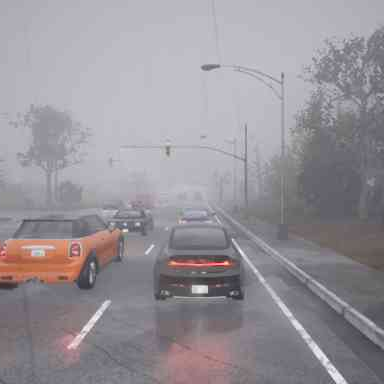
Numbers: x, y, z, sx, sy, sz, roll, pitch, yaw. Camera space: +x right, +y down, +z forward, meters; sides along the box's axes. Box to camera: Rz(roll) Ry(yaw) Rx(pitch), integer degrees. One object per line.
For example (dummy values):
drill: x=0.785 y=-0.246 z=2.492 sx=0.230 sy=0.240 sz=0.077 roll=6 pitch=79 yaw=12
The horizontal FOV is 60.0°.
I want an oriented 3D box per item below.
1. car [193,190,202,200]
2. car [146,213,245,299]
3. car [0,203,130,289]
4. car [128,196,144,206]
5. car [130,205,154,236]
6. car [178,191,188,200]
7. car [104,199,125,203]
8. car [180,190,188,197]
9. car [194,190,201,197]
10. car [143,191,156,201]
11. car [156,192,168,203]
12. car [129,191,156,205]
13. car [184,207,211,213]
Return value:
car: x=1.281 y=1.053 z=75.173 sx=2.033 sy=1.411 sz=5.357 roll=0 pitch=3 yaw=1
car: x=0.164 y=1.505 z=8.410 sx=1.837 sy=1.490 sz=4.892 roll=0 pitch=0 yaw=1
car: x=-3.325 y=1.352 z=9.351 sx=2.097 sy=1.767 sz=4.553 roll=0 pitch=0 yaw=1
car: x=-9.639 y=1.501 z=57.874 sx=1.837 sy=1.490 sz=4.892 roll=0 pitch=1 yaw=1
car: x=-3.242 y=1.601 z=18.437 sx=1.895 sy=1.301 sz=4.718 roll=0 pitch=0 yaw=0
car: x=-2.218 y=1.013 z=75.239 sx=1.837 sy=1.490 sz=4.892 roll=0 pitch=3 yaw=1
car: x=-9.953 y=1.547 z=42.737 sx=2.033 sy=1.411 sz=5.357 roll=0 pitch=0 yaw=1
car: x=-2.015 y=0.341 z=85.657 sx=1.812 sy=1.442 sz=4.674 roll=0 pitch=3 yaw=1
car: x=1.485 y=0.316 z=85.587 sx=1.837 sy=1.490 sz=4.892 roll=0 pitch=3 yaw=1
car: x=-9.259 y=0.853 z=73.242 sx=2.150 sy=2.045 sz=5.566 roll=0 pitch=2 yaw=1
car: x=-5.931 y=1.141 z=65.885 sx=2.150 sy=2.045 sz=5.566 roll=0 pitch=1 yaw=2
car: x=-6.434 y=1.221 z=43.619 sx=2.150 sy=2.045 sz=5.566 roll=0 pitch=0 yaw=1
car: x=0.260 y=1.526 z=17.484 sx=1.812 sy=1.442 sz=4.674 roll=0 pitch=0 yaw=3
